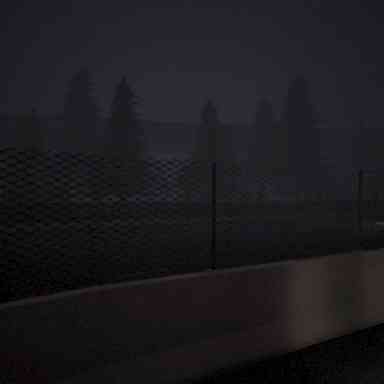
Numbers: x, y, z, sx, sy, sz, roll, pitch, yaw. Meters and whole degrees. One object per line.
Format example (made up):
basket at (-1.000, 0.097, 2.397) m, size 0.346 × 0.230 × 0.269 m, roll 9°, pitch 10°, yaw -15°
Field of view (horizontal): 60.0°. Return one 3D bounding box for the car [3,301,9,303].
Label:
car at (-5.427, 1.511, 4.327) m, size 5.357 × 1.411 × 2.033 m, roll 0°, pitch 0°, yaw -36°
